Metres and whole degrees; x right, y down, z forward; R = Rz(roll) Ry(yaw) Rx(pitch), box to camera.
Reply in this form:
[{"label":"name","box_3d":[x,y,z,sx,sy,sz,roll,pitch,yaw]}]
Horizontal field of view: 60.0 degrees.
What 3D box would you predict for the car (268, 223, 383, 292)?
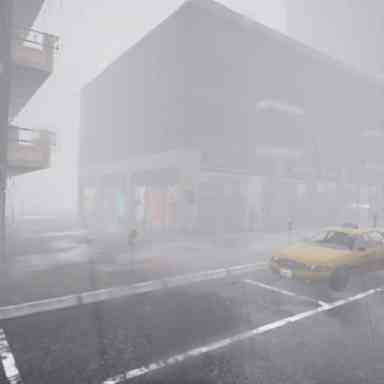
[{"label":"car","box_3d":[4.132,1.551,9.038,4.829,1.417,1.752,0,2,-36]}]
